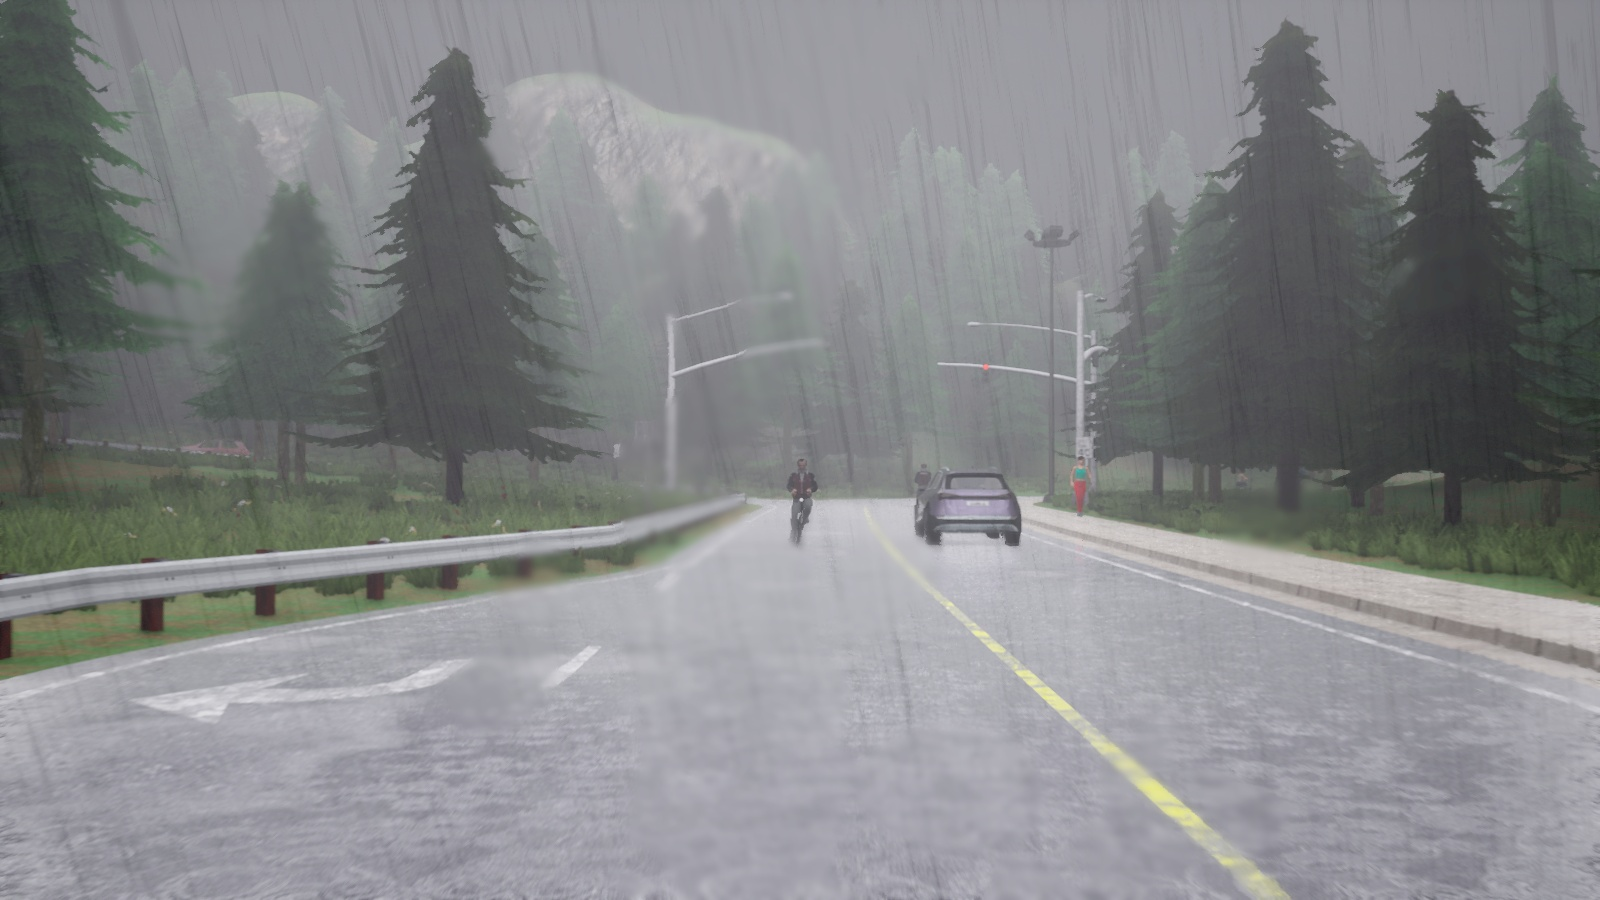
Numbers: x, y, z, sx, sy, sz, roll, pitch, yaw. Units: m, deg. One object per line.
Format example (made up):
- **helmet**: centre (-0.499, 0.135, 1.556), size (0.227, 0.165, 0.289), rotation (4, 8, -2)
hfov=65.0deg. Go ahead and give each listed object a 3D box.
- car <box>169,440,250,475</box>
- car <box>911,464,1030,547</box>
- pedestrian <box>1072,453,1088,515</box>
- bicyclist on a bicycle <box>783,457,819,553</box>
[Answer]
- **car**: centre (-30.587, 0.409, 65.066), size (3.633, 1.501, 1.845), rotation (5, -4, -25)
- **car**: centre (3.600, 1.137, 27.439), size (2.033, 1.649, 4.856), rotation (0, -1, 1)
- **pedestrian**: centre (8.371, 1.001, 37.533), size (0.345, 1.836, 0.594), rotation (0, -1, 1)
- **bicyclist on a bicycle**: centre (0.040, 1.044, 24.209), size (0.659, 1.776, 1.843), rotation (0, -1, 1)
